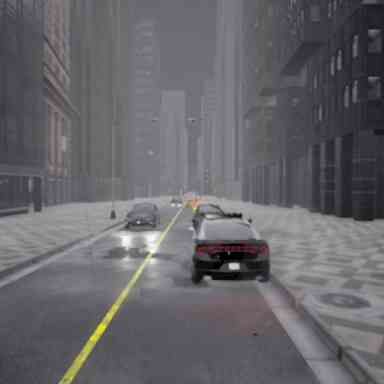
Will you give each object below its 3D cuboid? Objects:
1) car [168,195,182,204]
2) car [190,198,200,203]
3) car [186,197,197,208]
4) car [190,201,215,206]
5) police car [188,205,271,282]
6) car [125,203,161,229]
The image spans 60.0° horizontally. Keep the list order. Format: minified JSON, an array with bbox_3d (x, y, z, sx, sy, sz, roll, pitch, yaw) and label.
[{"bbox_3d":[-2.876,1.537,61.681,1.994,1.385,4.181,0,0,1],"label":"car"},{"bbox_3d":[0.969,1.451,25.719,1.882,1.535,5.008,0,0,0],"label":"car"},{"bbox_3d":[0.154,1.448,48.180,1.882,1.535,5.008,0,0,1],"label":"car"},{"bbox_3d":[0.952,1.480,19.718,1.837,1.490,4.892,0,0,0],"label":"car"},{"bbox_3d":[0.925,1.409,9.827,1.930,1.638,5.238,0,0,0],"label":"police car"},{"bbox_3d":[-3.042,1.479,21.368,1.837,1.490,4.892,0,0,0],"label":"car"}]
